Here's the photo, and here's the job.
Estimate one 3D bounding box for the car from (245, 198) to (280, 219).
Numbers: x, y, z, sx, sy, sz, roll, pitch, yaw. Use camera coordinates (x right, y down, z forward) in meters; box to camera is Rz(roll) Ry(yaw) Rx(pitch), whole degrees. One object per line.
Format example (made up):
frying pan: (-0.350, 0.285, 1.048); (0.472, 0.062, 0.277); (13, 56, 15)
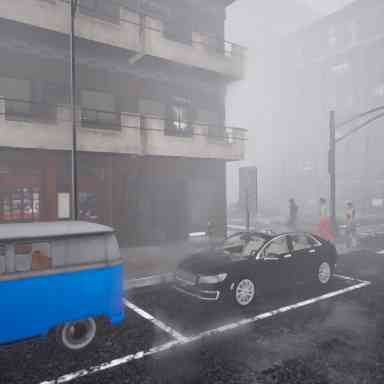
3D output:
car: (5.403, 1.404, 28.991); (1.882, 1.535, 5.008); (-1, 1, -35)

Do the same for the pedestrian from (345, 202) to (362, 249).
pedestrian: (6.259, 1.289, 13.063); (0.375, 1.860, 0.375); (-1, 0, -36)

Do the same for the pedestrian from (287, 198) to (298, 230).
pedestrian: (4.412, 1.137, 14.592); (0.375, 1.860, 0.375); (-1, 0, -36)

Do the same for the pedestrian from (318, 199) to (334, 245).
pedestrian: (5.025, 1.137, 12.692); (0.375, 1.860, 0.375); (-1, 0, -36)

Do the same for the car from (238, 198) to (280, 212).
car: (7.315, 1.356, 36.574); (1.887, 1.381, 4.507); (-1, 1, -35)

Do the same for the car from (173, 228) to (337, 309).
car: (1.617, 1.549, 7.734); (4.403, 1.369, 2.008); (0, -1, -36)

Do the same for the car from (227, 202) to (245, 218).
car: (2.151, 1.506, 28.910); (1.887, 1.381, 4.507); (-1, 1, -35)

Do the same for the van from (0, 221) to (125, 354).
van: (-2.924, 1.341, 4.492); (3.998, 1.788, 1.690); (0, -1, -36)
